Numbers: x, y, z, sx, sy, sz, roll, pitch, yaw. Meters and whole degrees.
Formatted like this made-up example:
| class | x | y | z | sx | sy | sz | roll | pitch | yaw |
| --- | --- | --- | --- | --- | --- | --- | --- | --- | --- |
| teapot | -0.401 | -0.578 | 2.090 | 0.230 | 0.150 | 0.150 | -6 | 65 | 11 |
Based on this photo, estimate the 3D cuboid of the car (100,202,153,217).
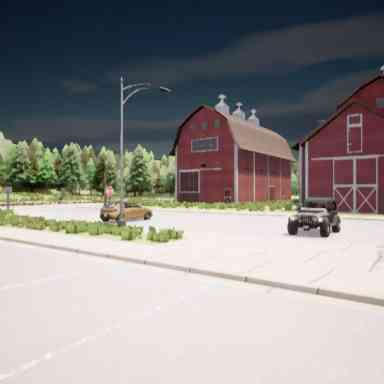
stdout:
| class | x | y | z | sx | sy | sz | roll | pitch | yaw |
| --- | --- | --- | --- | --- | --- | --- | --- | --- | --- |
| car | -4.814 | 1.455 | 24.816 | 1.816 | 1.474 | 4.193 | 0 | 0 | 36 |

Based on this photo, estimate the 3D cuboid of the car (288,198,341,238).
| class | x | y | z | sx | sy | sz | roll | pitch | yaw |
| --- | --- | --- | --- | --- | --- | --- | --- | --- | --- |
| car | 6.507 | 1.260 | 17.471 | 1.905 | 1.878 | 3.866 | 0 | 0 | 36 |
